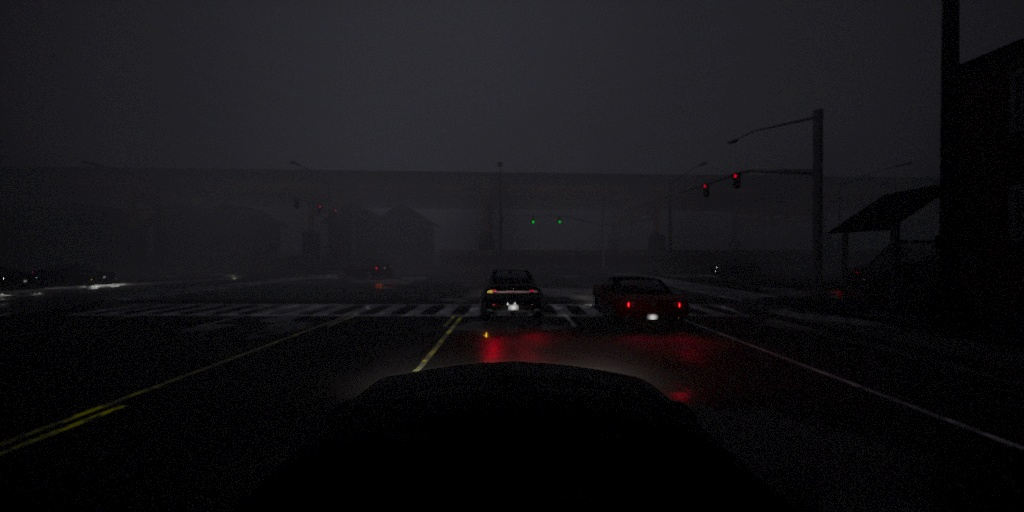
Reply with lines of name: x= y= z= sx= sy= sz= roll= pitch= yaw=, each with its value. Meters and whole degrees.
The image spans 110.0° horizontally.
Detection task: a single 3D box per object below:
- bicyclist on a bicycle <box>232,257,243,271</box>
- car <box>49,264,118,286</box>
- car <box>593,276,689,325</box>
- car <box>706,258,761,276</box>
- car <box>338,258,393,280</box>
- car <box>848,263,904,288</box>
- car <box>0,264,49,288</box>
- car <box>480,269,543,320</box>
bicyclist on a bicycle: x=-31.036 y=0.903 z=40.529 sx=0.582 sy=1.620 sz=1.656 roll=0 pitch=1 yaw=0
car: x=-29.329 y=1.230 z=24.047 sx=4.181 sy=1.385 sz=1.994 roll=0 pitch=0 yaw=0
car: x=3.867 y=1.312 z=11.686 sx=1.895 sy=1.301 sz=4.718 roll=0 pitch=0 yaw=4
car: x=21.332 y=0.973 z=34.717 sx=4.553 sy=1.767 sz=2.097 roll=0 pitch=0 yaw=0
car: x=-12.187 y=0.995 z=29.710 sx=4.553 sy=1.767 sz=2.097 roll=0 pitch=0 yaw=24
car: x=21.962 y=1.167 z=20.527 sx=4.902 sy=1.511 sz=2.128 roll=0 pitch=0 yaw=0
car: x=-30.326 y=1.184 z=20.546 sx=4.892 sy=1.490 sz=1.837 roll=0 pitch=0 yaw=0
car: x=-0.069 y=1.201 z=12.380 sx=2.128 sy=1.511 sz=4.902 roll=0 pitch=0 yaw=-3
